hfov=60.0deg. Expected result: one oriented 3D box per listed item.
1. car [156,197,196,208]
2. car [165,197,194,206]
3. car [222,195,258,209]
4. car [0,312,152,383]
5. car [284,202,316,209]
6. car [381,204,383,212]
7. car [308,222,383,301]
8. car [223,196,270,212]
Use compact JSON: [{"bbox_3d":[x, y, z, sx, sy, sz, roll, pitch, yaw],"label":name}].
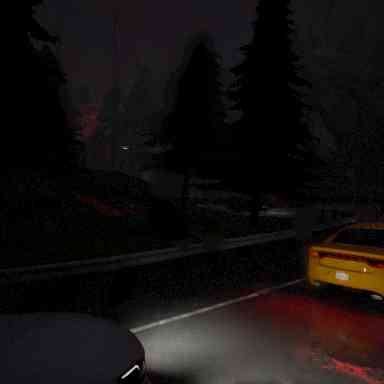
[{"bbox_3d":[-2.050,1.509,47.432,5.357,1.411,2.033,0,0,35],"label":"car"},{"bbox_3d":[-2.069,1.541,55.962,4.718,1.301,1.895,0,0,35],"label":"car"},{"bbox_3d":[6.586,1.346,45.754,4.553,1.767,2.097,0,0,34],"label":"car"},{"bbox_3d":[-2.523,1.526,2.208,4.674,1.442,1.812,0,0,-36],"label":"car"},{"bbox_3d":[14.492,1.564,44.581,4.181,1.385,1.994,0,0,34],"label":"car"},{"bbox_3d":[20.743,1.532,31.822,4.674,1.442,1.812,0,0,34],"label":"car"},{"bbox_3d":[4.749,1.478,8.075,5.008,1.535,1.882,0,0,-42],"label":"car"},{"bbox_3d":[6.318,1.507,37.452,4.892,1.490,1.837,0,0,34],"label":"car"}]
